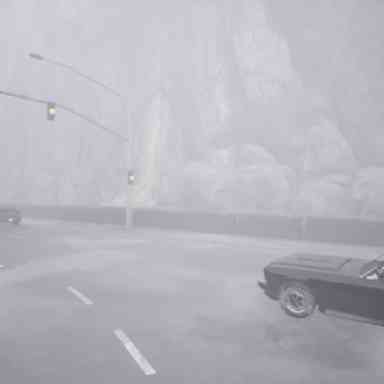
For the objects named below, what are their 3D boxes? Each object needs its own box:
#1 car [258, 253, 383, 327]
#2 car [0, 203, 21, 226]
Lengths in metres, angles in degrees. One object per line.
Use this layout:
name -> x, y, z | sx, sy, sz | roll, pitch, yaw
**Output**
car -> 3.607, 1.602, 5.718 | 4.718, 1.301, 1.895 | 0, 0, 35
car -> -13.200, 1.465, 22.037 | 4.892, 1.490, 1.837 | 0, 0, 36
